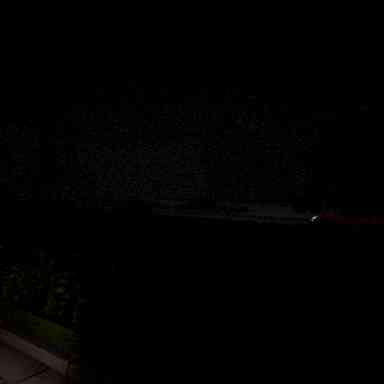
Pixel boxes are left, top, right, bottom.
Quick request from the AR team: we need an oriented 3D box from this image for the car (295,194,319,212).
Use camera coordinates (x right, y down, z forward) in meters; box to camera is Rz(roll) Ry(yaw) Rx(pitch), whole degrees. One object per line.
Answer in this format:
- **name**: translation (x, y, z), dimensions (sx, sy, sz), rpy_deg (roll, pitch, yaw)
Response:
- **car**: translation (12.181, 1.160, 34.675), dimensions (1.905, 1.878, 3.866), rpy_deg (1, 1, 35)

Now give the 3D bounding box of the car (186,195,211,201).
- **car**: translation (0.825, 1.150, 41.967), dimensions (1.816, 1.474, 4.193), rpy_deg (1, 1, 35)

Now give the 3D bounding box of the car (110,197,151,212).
- **car**: translation (-5.600, 1.184, 30.758), dimensions (1.784, 1.438, 3.905), rpy_deg (1, 1, 35)

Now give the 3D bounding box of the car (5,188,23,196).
- **car**: translation (-27.855, 0.451, 49.029), dimensions (2.150, 2.045, 5.566), rpy_deg (1, 0, 36)

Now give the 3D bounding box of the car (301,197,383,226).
- **car**: translation (7.770, 1.313, 15.355), dimensions (4.553, 1.767, 2.097), rpy_deg (1, 1, 37)
